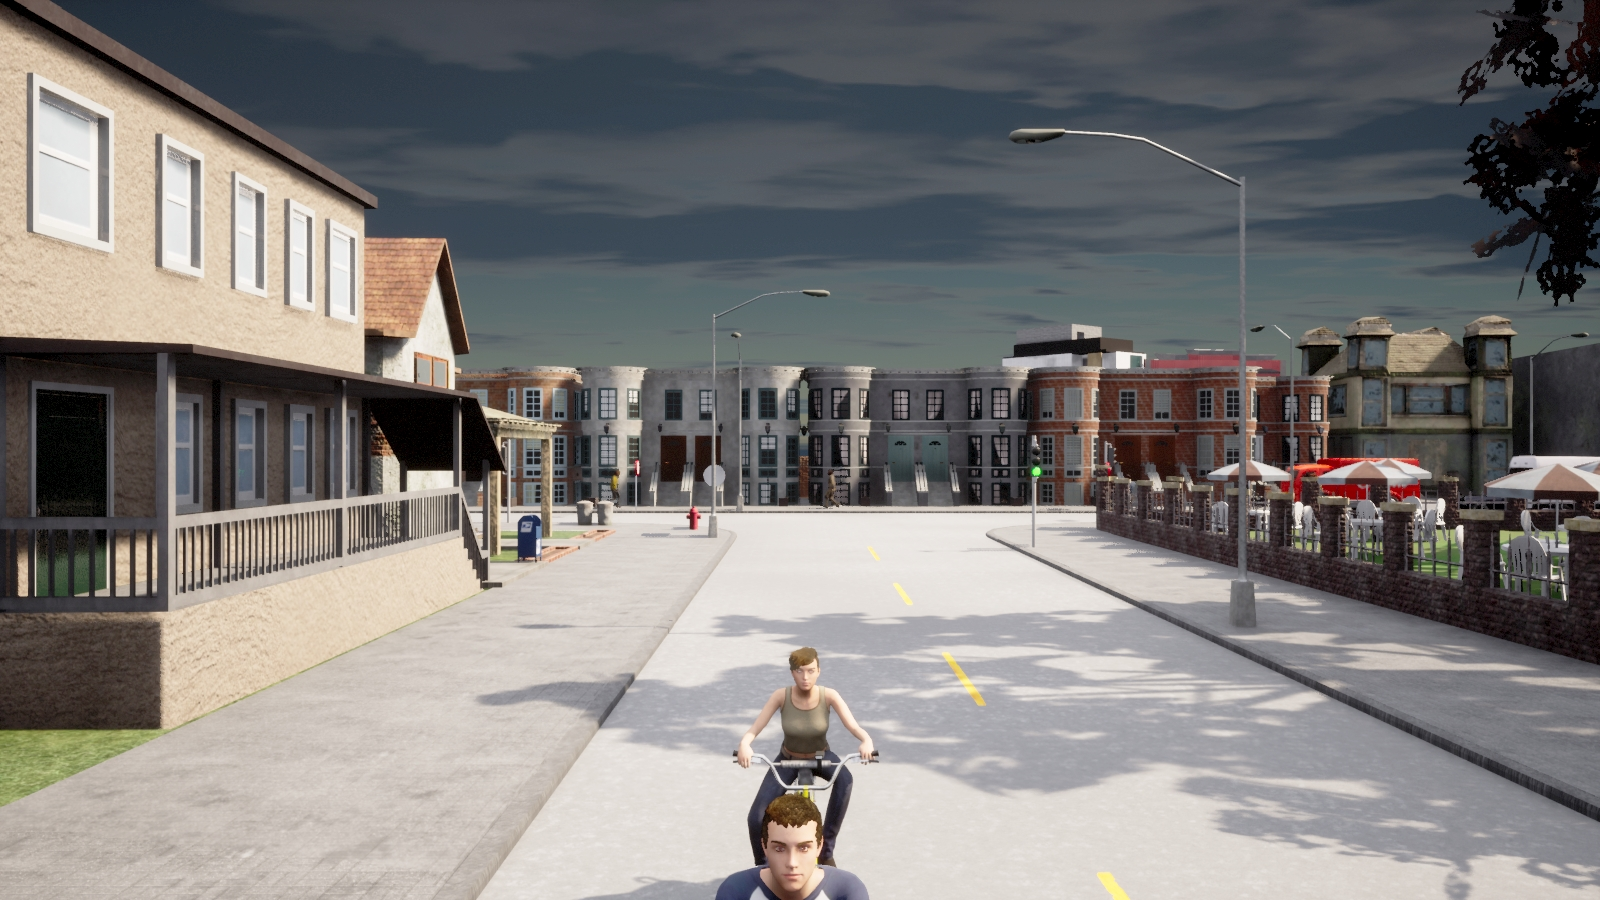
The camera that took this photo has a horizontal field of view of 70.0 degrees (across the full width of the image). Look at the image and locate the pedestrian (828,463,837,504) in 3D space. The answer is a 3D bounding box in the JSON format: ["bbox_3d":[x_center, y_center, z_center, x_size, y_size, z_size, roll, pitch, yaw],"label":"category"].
[{"bbox_3d":[1.504,1.546,52.501,0.375,1.860,0.375,0,0,-2],"label":"pedestrian"}]

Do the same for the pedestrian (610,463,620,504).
[{"bbox_3d":[-8.558,1.546,52.922,0.375,1.860,0.375,0,0,6],"label":"pedestrian"}]

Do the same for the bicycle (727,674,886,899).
[{"bbox_3d":[0.033,2.040,6.906,0.859,1.080,1.487,0,0,0],"label":"bicycle"}]

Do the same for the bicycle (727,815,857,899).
[{"bbox_3d":[-0.022,1.938,3.212,0.373,1.296,1.643,0,0,0],"label":"bicycle"}]

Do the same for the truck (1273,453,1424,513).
[{"bbox_3d":[23.374,1.365,48.875,5.204,2.467,2.627,0,0,0],"label":"truck"}]

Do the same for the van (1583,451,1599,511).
[{"bbox_3d":[37.194,1.334,48.909,5.915,2.561,1.988,0,0,1],"label":"van"}]

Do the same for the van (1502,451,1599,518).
[{"bbox_3d":[31.138,1.331,44.885,5.915,2.561,1.988,0,0,0],"label":"van"}]

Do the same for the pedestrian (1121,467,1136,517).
[{"bbox_3d":[12.357,1.575,43.001,0.375,1.860,0.375,0,0,-41],"label":"pedestrian"}]
